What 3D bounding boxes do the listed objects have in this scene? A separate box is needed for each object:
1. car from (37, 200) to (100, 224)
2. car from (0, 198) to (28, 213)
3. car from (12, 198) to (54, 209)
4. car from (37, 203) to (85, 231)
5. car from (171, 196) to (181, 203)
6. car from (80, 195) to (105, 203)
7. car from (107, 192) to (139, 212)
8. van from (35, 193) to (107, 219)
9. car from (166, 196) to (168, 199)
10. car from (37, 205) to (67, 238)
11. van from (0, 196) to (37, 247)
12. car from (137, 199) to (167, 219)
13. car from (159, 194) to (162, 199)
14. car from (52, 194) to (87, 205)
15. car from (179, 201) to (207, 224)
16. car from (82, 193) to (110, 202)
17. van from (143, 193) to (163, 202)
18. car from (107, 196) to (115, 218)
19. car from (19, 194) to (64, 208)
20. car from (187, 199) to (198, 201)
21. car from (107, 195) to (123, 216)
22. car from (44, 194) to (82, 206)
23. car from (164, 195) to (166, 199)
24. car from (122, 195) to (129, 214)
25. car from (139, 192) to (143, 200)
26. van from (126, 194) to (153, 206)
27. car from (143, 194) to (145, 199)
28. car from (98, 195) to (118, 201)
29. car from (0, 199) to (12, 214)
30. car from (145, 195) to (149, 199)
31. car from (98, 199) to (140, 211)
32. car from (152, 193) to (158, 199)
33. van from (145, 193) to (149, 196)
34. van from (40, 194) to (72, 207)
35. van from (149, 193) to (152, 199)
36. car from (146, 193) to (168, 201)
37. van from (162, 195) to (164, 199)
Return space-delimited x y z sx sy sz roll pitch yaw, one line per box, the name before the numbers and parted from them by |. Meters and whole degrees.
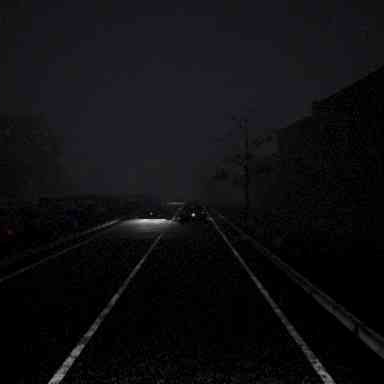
car | -8.896 1.502 21.333 5.008 1.535 2.097 0 0 0
car | -21.821 1.533 37.735 5.366 1.575 1.946 0 0 0
car | -21.990 1.582 46.062 4.792 1.488 2.163 0 0 0
car | -8.868 1.526 18.530 4.792 1.488 2.163 0 0 0
car | -3.262 1.574 70.468 1.994 1.385 4.181 0 0 0
car | -22.055 1.537 73.827 4.892 1.521 2.231 0 0 0
car | -8.895 1.279 35.350 5.566 2.045 2.435 0 0 0
van | -8.789 1.282 24.137 4.442 1.987 1.878 0 0 0
car | -8.810 1.478 83.015 5.366 1.575 1.946 0 0 0
car | -8.864 1.521 15.727 4.792 1.488 2.163 0 0 0
van | -8.772 1.260 12.924 4.442 1.987 1.878 0 0 0
car | -3.352 1.607 29.447 1.994 1.385 4.181 0 0 0
car | -8.999 1.598 66.193 4.792 1.488 2.163 0 0 0
car | -22.012 1.324 59.942 5.566 2.045 2.435 0 0 0
car | 0.096 1.600 25.398 1.994 1.385 4.181 0 0 0
car | -22.037 1.268 76.600 5.566 2.045 2.435 0 0 0
van | -9.104 1.288 77.407 4.442 1.987 1.878 0 0 0
car | -8.941 1.388 26.940 4.553 1.767 2.185 0 0 0
car | -22.052 1.307 48.838 5.566 2.045 2.435 0 0 0
car | 0.091 1.588 41.232 1.812 1.442 4.674 0 0 0
car | -8.883 1.393 29.743 4.553 1.767 2.185 0 0 0
car | -22.065 1.324 57.165 5.566 2.045 2.435 0 0 0
car | -8.978 1.530 74.605 5.008 1.535 2.097 0 0 0
car | -8.888 1.399 32.547 4.553 1.767 2.185 0 0 0
car | -8.899 1.285 38.153 5.566 2.045 2.435 0 0 0
van | -9.074 1.349 57.774 4.442 1.987 1.878 0 0 0
car | -8.967 1.422 43.760 4.553 1.767 2.185 0 0 0
car | -22.112 1.484 87.704 4.792 1.488 2.163 0 0 0
car | -22.008 1.532 34.958 4.892 1.521 2.231 0 0 0
car | -8.934 1.554 46.562 4.892 1.521 2.231 0 0 0
car | -8.929 1.582 40.956 4.674 1.452 2.002 0 0 0
car | -8.925 1.318 54.974 5.566 2.045 2.435 0 0 0
van | -9.061 1.333 49.366 4.442 1.987 1.878 0 0 0
van | -22.148 1.344 54.388 4.442 1.987 1.878 0 0 0
van | -9.065 1.338 52.169 4.442 1.987 1.878 0 0 0
car | -8.972 1.213 85.817 5.566 2.045 2.435 0 0 0
van | -8.862 1.320 71.797 4.442 1.987 1.878 0 0 0
